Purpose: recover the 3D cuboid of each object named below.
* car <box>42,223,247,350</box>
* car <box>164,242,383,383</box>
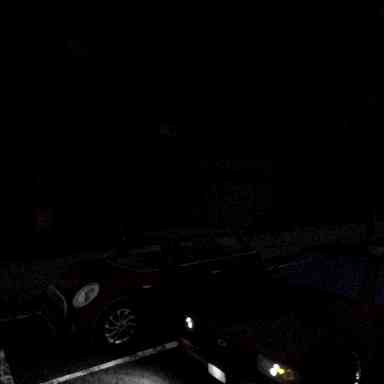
[{"bbox_3d":[-0.530,1.440,6.154,4.097,1.590,1.967,0,0,-35],"label":"car"},{"bbox_3d":[2.431,1.547,5.108,5.357,1.411,2.033,0,0,-35],"label":"car"}]
